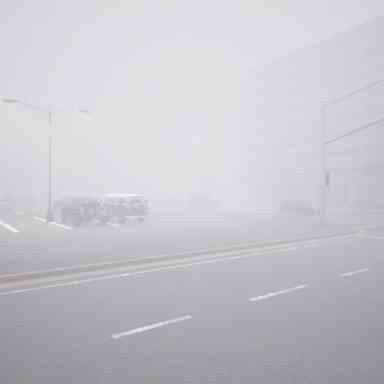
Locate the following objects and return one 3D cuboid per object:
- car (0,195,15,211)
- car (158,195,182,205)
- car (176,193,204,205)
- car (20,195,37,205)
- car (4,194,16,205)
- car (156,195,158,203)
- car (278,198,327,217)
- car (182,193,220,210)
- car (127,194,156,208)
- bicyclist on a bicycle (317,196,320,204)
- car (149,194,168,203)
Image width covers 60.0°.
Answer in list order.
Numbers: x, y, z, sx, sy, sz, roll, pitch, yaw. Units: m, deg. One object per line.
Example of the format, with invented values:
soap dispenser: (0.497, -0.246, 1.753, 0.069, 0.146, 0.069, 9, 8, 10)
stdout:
car: (-21.815, 1.451, 37.892, 1.970, 1.475, 3.806, 0, 0, -35)
car: (-3.540, 1.533, 58.443, 1.882, 1.535, 5.008, 0, 0, -36)
car: (-0.449, 1.280, 60.139, 2.150, 2.045, 5.566, 0, 0, -35)
car: (-27.298, 1.209, 55.342, 1.932, 1.855, 4.605, 0, 0, -35)
car: (-29.692, 1.212, 53.715, 1.905, 1.878, 3.866, 0, 0, -35)
car: (-8.953, 1.547, 66.022, 2.128, 1.511, 4.902, 0, 0, -35)
car: (10.648, 1.407, 32.162, 2.097, 1.767, 4.553, 0, 0, -35)
car: (1.438, 1.277, 45.093, 2.150, 2.045, 5.566, 0, 0, -35)
car: (-9.201, 1.602, 60.182, 2.033, 1.411, 5.357, 0, 0, -35)
bicyclist on a bicycle: (16.505, 1.356, 42.866, 1.656, 1.620, 0.582, 0, 0, -35)
car: (-7.019, 1.407, 69.358, 2.097, 1.767, 4.553, 0, 0, -35)
